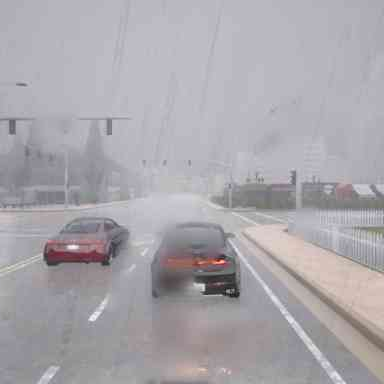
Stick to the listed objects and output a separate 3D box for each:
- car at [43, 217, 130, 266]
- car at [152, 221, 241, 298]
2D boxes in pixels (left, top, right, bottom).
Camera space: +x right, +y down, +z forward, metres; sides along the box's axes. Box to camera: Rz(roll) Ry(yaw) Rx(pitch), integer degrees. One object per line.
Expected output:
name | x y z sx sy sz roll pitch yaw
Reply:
car | -3.423 1.564 11.556 1.994 1.385 4.181 0 0 0
car | 0.083 1.505 8.519 1.837 1.490 4.892 0 0 0
